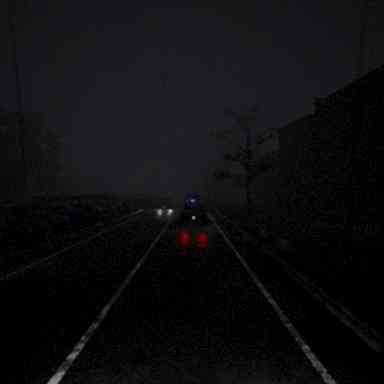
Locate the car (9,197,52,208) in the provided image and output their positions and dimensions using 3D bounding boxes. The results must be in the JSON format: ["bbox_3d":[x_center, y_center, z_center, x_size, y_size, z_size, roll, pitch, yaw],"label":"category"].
[{"bbox_3d":[-21.986,1.428,45.314,4.792,1.488,2.163,0,0,0],"label":"car"}]

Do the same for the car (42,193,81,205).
[{"bbox_3d":[-22.059,1.132,56.415,5.566,2.045,2.435,0,0,0],"label":"car"}]

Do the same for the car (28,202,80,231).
[{"bbox_3d":[-8.866,1.466,17.780,4.792,1.488,2.163,0,0,0],"label":"car"}]

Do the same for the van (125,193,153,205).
[{"bbox_3d":[-9.069,1.155,57.024,4.442,1.987,1.878,0,0,0],"label":"van"}]

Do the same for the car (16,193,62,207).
[{"bbox_3d":[-22.048,1.144,48.089,5.566,2.045,2.435,0,0,0],"label":"car"}]

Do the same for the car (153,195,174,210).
[{"bbox_3d":[-3.343,1.467,42.805,2.033,1.411,5.357,0,0,0],"label":"car"}]

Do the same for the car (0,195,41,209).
[{"bbox_3d":[-22.042,1.277,42.536,4.553,1.767,2.185,0,0,0],"label":"car"}]

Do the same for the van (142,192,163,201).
[{"bbox_3d":[-9.097,1.026,76.656,4.442,1.987,1.878,0,1,0],"label":"van"}]

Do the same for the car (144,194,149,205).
[{"bbox_3d":[-8.929,1.398,45.813,4.892,1.521,2.231,0,0,0],"label":"car"}]

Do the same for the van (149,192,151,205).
[{"bbox_3d":[-9.061,1.163,51.419,4.442,1.987,1.878,0,0,0],"label":"van"}]

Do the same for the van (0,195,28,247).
[{"bbox_3d":[-8.771,1.218,12.173,4.442,1.987,1.878,0,0,0],"label":"van"}]

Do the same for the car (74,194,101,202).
[{"bbox_3d":[-22.045,1.310,70.300,5.008,1.535,2.097,0,0,0],"label":"car"}]

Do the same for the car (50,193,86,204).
[{"bbox_3d":[-22.006,1.123,59.192,5.566,2.045,2.435,0,0,0],"label":"car"}]

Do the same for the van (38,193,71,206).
[{"bbox_3d":[-22.143,1.161,53.639,4.442,1.987,1.878,0,0,0],"label":"van"}]

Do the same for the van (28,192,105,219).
[{"bbox_3d":[-8.787,1.202,23.386,4.442,1.987,1.878,0,0,0],"label":"van"}]

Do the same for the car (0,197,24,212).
[{"bbox_3d":[-21.818,1.407,36.986,5.366,1.575,1.946,0,0,0],"label":"car"}]

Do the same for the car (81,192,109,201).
[{"bbox_3d":[-22.030,1.010,75.850,5.566,2.045,2.435,0,1,0],"label":"car"}]

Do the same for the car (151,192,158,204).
[{"bbox_3d":[-8.920,1.134,54.223,5.566,2.045,2.435,0,0,0],"label":"car"}]

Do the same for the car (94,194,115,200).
[{"bbox_3d":[-22.077,1.185,84.179,4.892,1.521,2.231,0,1,0],"label":"car"}]

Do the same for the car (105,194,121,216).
[{"bbox_3d":[-8.880,1.295,28.993,4.553,1.767,2.185,0,0,0],"label":"car"}]

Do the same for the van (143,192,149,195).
[{"bbox_3d":[-9.057,1.167,48.616,4.442,1.987,1.878,0,0,0],"label":"van"}]

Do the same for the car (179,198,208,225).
[{"bbox_3d":[0.099,1.444,23.887,2.128,1.511,4.902,0,0,0],"label":"car"}]

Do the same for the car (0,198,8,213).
[{"bbox_3d":[-22.005,1.416,34.209,4.892,1.521,2.231,0,0,0],"label":"car"}]

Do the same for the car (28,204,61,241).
[{"bbox_3d":[-8.862,1.470,14.977,4.792,1.488,2.163,0,0,0],"label":"car"}]

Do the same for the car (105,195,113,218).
[{"bbox_3d":[-8.939,1.299,26.190,4.553,1.767,2.185,0,0,0],"label":"car"}]

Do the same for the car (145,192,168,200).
[{"bbox_3d":[-8.964,0.923,85.065,5.566,2.045,2.435,0,1,0],"label":"car"}]

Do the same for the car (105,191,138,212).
[{"bbox_3d":[-8.891,1.161,34.599,5.566,2.045,2.435,0,0,0],"label":"car"}]

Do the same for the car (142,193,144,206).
[{"bbox_3d":[-8.963,1.275,43.009,4.553,1.767,2.185,0,0,0],"label":"car"}]

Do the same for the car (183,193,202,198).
[{"bbox_3d":[0.096,1.145,40.945,2.150,2.045,5.566,0,0,0],"label":"car"}]

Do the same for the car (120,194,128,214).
[{"bbox_3d":[-8.884,1.291,31.796,4.553,1.767,2.185,0,0,0],"label":"car"}]

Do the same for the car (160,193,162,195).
[{"bbox_3d":[-8.993,1.375,65.443,4.792,1.488,2.163,0,0,0],"label":"car"}]

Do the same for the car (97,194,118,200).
[{"bbox_3d":[-22.104,1.188,86.954,4.792,1.488,2.163,0,1,0],"label":"car"}]

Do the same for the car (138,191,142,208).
[{"bbox_3d":[-8.895,1.157,37.403,5.566,2.045,2.435,0,0,0],"label":"car"}]

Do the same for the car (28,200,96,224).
[{"bbox_3d":[-8.894,1.432,20.583,5.008,1.535,2.097,0,0,0],"label":"car"}]

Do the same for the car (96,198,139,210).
[{"bbox_3d":[-8.925,1.445,40.206,4.674,1.452,2.002,0,0,0],"label":"car"}]

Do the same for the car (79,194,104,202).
[{"bbox_3d":[-22.049,1.288,73.078,4.892,1.521,2.231,0,1,0],"label":"car"}]
